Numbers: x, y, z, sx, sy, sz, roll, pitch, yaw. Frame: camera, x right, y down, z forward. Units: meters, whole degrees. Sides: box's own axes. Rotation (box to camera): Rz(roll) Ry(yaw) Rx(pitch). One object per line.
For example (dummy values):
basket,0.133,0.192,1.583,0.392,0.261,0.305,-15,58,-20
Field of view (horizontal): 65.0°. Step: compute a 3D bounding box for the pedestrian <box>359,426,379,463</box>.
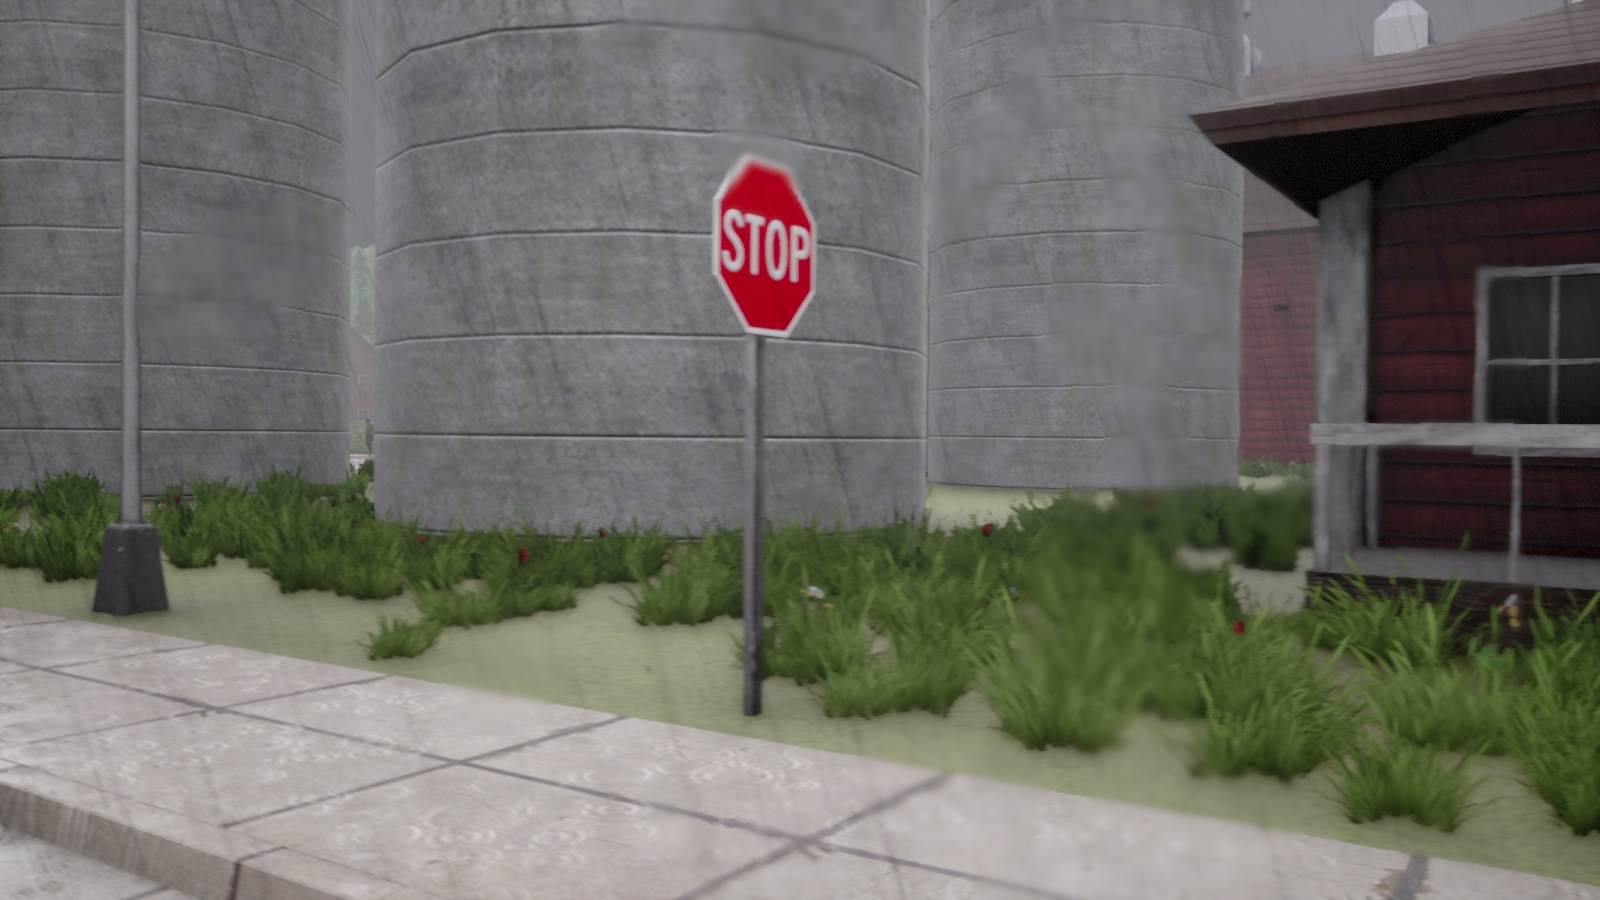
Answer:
pedestrian,-21.346,-0.285,62.207,0.328,1.805,0.869,0,1,32
